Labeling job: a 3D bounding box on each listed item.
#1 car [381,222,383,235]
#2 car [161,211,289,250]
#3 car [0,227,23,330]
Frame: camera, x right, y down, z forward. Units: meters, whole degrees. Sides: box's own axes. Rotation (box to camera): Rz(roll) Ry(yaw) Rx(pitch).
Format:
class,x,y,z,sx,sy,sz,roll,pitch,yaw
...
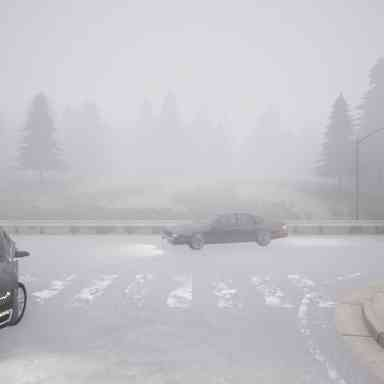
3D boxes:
class,x,y,z,sx,sy,sz,roll,pitch,yaw
car,11.238,1.491,15.079,4.902,1.511,2.128,0,0,0
car,1.459,1.547,14.201,5.357,1.411,2.033,0,0,-20
car,-4.457,1.505,6.560,1.837,1.490,4.892,0,0,-28
